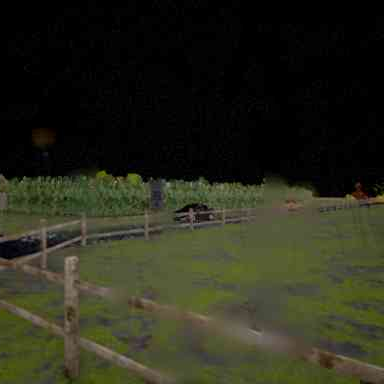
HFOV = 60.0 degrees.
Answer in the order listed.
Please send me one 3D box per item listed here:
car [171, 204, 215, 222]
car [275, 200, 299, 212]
[{"bbox_3d":[0.159,1.804,29.131,1.837,1.490,4.892,-1,-1,36],"label":"car"},{"bbox_3d":[13.541,1.930,47.459,2.097,1.767,4.553,-1,-1,36],"label":"car"}]
